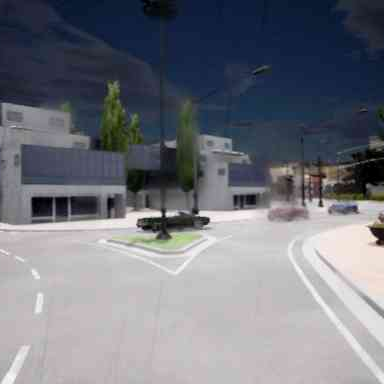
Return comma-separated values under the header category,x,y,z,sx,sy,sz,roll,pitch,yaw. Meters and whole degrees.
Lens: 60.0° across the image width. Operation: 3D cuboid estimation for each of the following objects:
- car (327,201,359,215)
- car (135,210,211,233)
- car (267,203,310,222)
category,x,y,z,sx,sy,sz,roll,pitch,yaw
car,16.271,1.662,35.716,4.674,1.442,1.812,0,-1,-42
car,-1.224,1.846,21.564,4.718,1.301,1.895,0,-1,-30
car,8.339,1.702,28.481,4.674,1.442,1.812,0,-1,-42
